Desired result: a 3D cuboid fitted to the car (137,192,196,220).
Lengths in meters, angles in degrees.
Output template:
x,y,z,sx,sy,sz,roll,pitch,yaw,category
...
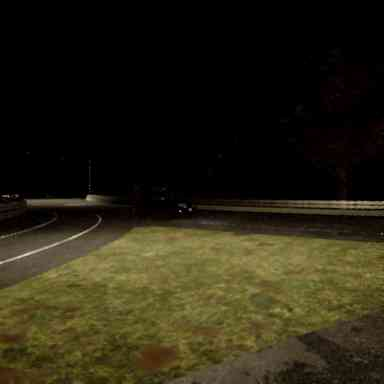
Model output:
x,y,z,sx,sy,sz,roll,pitch,yaw,category
-2.242,1.020,27.759,5.566,2.045,2.150,0,1,40,car
